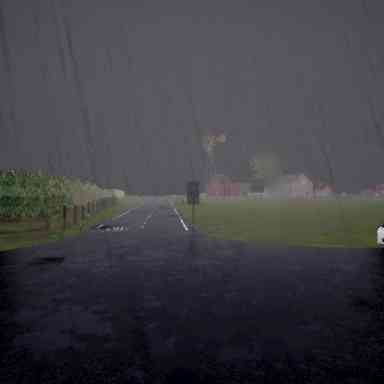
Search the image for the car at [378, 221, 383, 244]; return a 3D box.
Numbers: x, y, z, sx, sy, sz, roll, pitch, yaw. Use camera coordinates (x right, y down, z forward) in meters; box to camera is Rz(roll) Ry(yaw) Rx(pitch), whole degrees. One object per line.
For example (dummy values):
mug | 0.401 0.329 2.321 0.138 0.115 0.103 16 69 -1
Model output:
car | 9.350 1.155 11.462 5.566 2.045 2.150 0 0 -11
